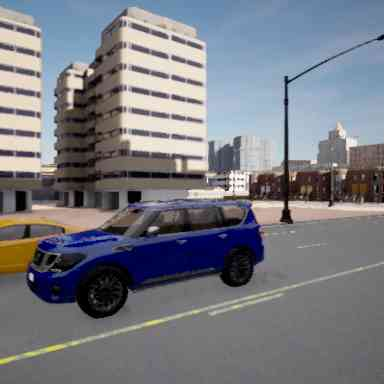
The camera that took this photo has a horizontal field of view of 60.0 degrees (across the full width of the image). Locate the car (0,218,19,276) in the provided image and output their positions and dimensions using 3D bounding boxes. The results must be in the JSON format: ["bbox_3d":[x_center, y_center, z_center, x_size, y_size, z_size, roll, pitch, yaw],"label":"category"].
[{"bbox_3d":[-4.930,1.477,9.074,5.008,1.535,1.882,0,0,-35],"label":"car"}]

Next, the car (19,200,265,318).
[{"bbox_3d":[-0.720,1.221,7.776,5.566,2.045,2.150,0,0,-35],"label":"car"}]
